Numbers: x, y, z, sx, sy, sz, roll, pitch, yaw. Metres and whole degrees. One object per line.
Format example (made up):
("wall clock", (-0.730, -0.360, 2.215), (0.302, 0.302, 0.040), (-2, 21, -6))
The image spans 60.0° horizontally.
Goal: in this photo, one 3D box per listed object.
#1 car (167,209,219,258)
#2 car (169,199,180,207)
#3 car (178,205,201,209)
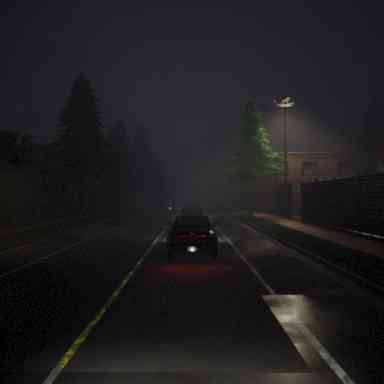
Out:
("car", (0.026, 1.655, 13.489), (1.837, 1.490, 4.892), (0, 0, 0))
("car", (-3.471, 2.194, 65.754), (1.882, 1.535, 5.008), (0, -1, 1))
("car", (0.034, 1.910, 28.233), (1.895, 1.301, 4.718), (0, -1, 0))
